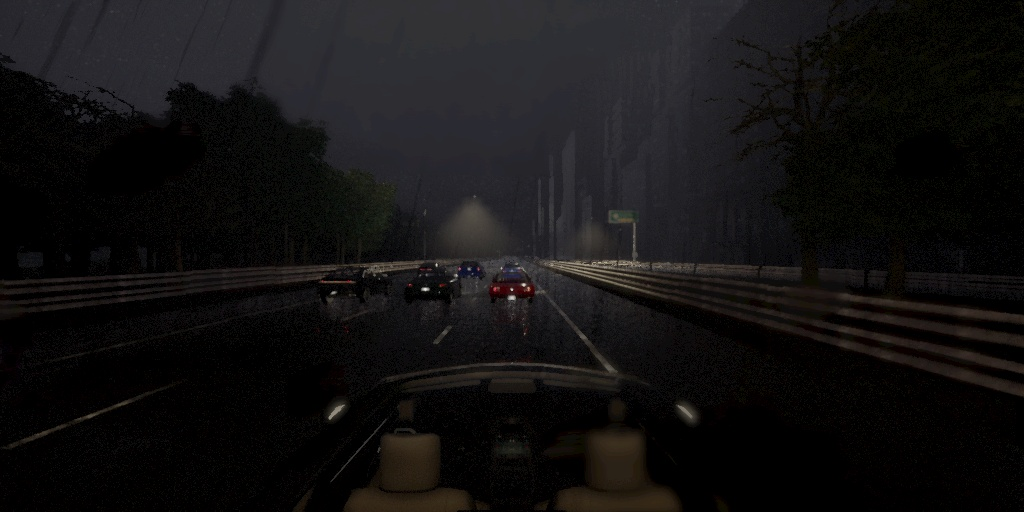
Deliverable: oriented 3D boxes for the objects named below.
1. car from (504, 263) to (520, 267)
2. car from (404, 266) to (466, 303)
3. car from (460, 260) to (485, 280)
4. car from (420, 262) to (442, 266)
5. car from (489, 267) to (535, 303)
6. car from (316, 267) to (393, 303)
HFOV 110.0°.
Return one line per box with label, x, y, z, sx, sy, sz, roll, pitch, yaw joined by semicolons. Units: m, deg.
car;-0.001;1.329;31.501;2.033;1.411;5.357;0;0;0
car;-3.501;1.323;16.501;1.994;1.385;4.181;0;0;0
car;-3.501;1.132;31.472;2.097;1.767;4.553;0;0;0
car;-7.001;1.282;31.501;1.837;1.490;4.892;0;0;0
car;-0.001;1.367;16.530;1.895;1.301;4.718;0;0;0
car;-7.001;1.245;16.500;2.128;1.511;4.902;0;0;0
